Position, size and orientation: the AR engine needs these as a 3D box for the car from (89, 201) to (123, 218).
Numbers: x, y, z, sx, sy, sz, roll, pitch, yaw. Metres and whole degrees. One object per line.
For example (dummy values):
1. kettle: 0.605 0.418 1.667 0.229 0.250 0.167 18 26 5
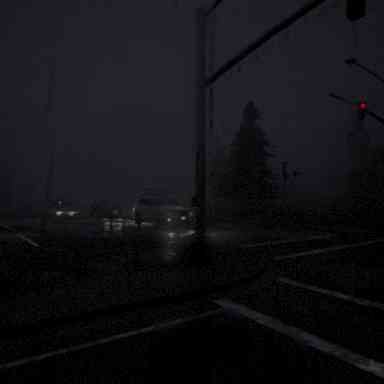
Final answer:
1. car: -8.285 1.597 31.771 2.128 1.511 4.902 1 0 -36

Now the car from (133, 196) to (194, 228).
1. car: -2.184 1.330 23.488 2.150 2.045 5.566 1 0 -36

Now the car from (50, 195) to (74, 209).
1. car: -17.149 1.265 43.947 2.097 1.767 4.553 1 0 -36
